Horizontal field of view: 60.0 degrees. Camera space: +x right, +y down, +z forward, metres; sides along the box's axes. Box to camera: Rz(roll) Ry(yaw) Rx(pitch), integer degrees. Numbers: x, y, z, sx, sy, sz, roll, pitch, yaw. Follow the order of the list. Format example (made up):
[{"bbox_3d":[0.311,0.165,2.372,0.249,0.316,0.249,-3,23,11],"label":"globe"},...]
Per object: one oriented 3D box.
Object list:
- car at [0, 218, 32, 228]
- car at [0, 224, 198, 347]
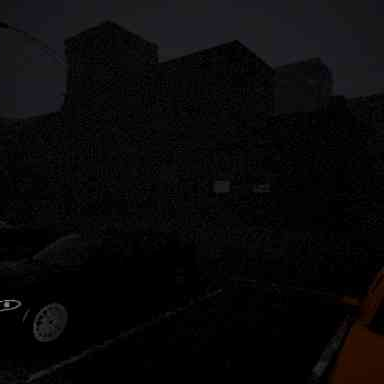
[{"bbox_3d":[-3.997,1.510,8.261,2.163,1.488,4.792,0,0,36],"label":"car"},{"bbox_3d":[-1.854,1.481,6.693,2.097,1.535,5.008,0,0,36],"label":"car"}]
